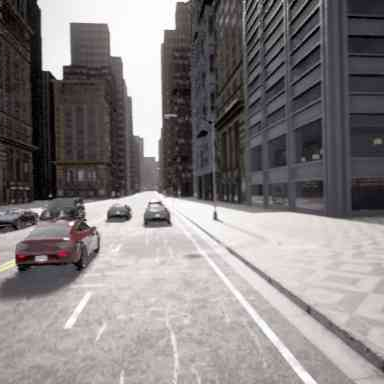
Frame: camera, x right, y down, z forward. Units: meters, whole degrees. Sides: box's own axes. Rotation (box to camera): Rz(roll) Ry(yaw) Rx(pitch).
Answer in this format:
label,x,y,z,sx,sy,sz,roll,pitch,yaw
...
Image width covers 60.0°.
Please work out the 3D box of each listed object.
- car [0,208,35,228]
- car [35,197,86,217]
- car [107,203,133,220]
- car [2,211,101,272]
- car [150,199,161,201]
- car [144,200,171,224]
label,x,y,z,sx,sy,sz,roll,pitch,yaw
car,-12.454,1.842,23.510,2.033,1.411,5.357,-1,0,-7
car,-9.304,1.440,24.514,2.150,2.045,5.566,-1,0,-7
car,-6.446,1.713,29.889,1.994,1.385,4.181,-1,0,-7
car,-4.297,1.623,11.198,1.812,1.442,4.674,-1,0,-7
car,-4.670,1.604,42.856,2.128,1.511,4.902,-1,0,-7
car,-2.655,1.619,25.342,1.994,1.385,4.181,-1,0,-7
